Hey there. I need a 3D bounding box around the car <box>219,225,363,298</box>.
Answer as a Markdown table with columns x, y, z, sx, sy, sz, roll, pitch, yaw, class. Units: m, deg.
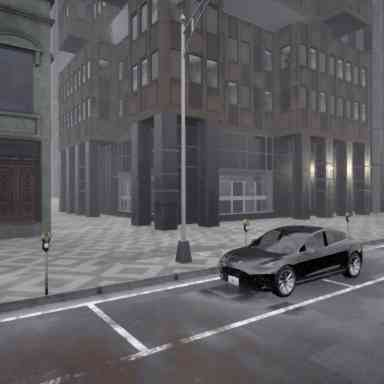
| x | y | z | sx | sy | sz | roll | pitch | yaw | class |
| --- | --- | --- | --- | --- | --- | --- | --- | --- | --- |
| 2.684 | 1.566 | 8.556 | 4.313 | 1.339 | 1.947 | 0 | 0 | -35 | car |
